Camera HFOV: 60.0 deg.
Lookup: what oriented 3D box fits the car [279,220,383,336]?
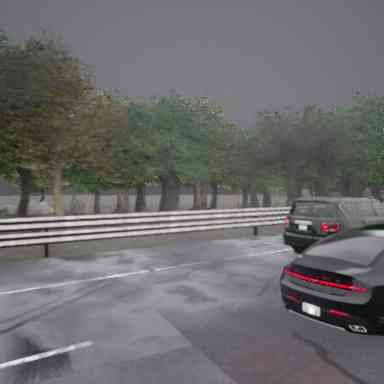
[{"bbox_3d":[3.764,1.494,6.347,4.892,1.490,1.837,0,0,-35],"label":"car"}]

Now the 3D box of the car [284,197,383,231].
[{"bbox_3d":[5.688,1.198,11.932,5.566,2.045,2.150,0,0,-34],"label":"car"}]
